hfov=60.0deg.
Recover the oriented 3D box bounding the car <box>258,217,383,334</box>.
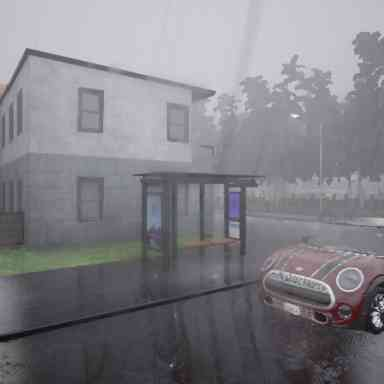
[{"bbox_3d":[3.483,1.352,6.876,4.553,1.767,2.097,0,0,-36],"label":"car"}]

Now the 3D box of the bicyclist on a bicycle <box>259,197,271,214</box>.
[{"bbox_3d":[7.096,1.349,32.407,1.656,1.620,0.582,0,0,-35],"label":"bicyclist on a bicycle"}]
